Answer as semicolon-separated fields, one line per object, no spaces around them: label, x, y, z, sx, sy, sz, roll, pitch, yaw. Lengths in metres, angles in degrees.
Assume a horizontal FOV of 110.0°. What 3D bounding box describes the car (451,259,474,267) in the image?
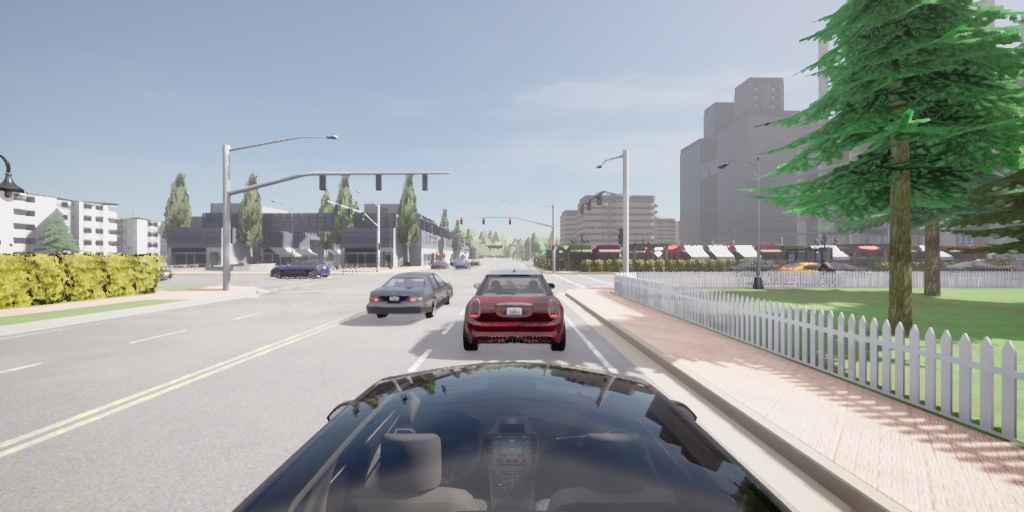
car;-7.097;1.290;52.217;2.033;1.411;5.357;0;0;0

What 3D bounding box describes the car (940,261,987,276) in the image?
car;46.683;1.271;36.602;4.674;1.442;1.812;0;0;-1

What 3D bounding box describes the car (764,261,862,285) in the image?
car;21.182;1.224;25.372;5.008;1.535;1.882;0;0;-1

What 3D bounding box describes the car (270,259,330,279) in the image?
car;-18.686;1.097;31.665;4.553;1.767;2.097;0;0;0

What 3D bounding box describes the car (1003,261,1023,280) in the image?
car;43.877;1.310;29.449;4.181;1.385;1.994;0;0;-3

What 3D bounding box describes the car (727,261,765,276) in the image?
car;24.326;1.249;36.125;4.892;1.490;1.837;0;0;-1

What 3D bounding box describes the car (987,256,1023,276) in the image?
car;47.734;1.138;33.120;4.553;1.767;2.097;0;0;-1

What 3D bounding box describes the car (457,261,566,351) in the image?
car;0.063;1.101;9.140;2.097;1.767;4.553;0;0;0

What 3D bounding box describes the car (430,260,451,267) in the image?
car;-10.595;1.306;52.475;1.994;1.385;4.181;0;0;0

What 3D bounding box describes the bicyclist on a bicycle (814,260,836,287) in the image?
bicyclist on a bicycle;18.790;1.049;21.497;0.582;1.620;1.656;0;0;-1

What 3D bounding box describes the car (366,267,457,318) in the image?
car;-3.419;1.296;12.975;2.033;1.411;5.357;0;0;0

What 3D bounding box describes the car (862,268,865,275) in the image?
car;28.961;1.293;32.741;5.357;1.411;2.033;0;0;-1

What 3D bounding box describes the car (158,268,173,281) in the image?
car;-29.159;1.237;27.692;4.902;1.511;2.128;0;0;-1
